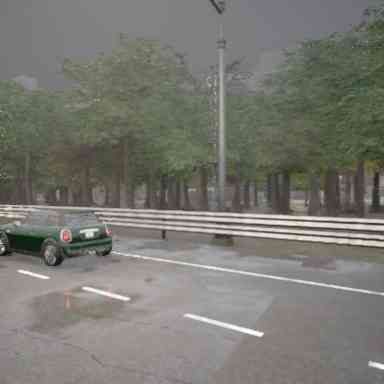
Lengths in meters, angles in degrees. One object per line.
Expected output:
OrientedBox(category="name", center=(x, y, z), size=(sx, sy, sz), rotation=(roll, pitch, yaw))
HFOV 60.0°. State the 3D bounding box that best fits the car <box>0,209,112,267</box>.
OrientedBox(category="car", center=(-4.949, 1.372, 11.707), size=(4.553, 1.767, 2.097), rotation=(0, 0, 36))
